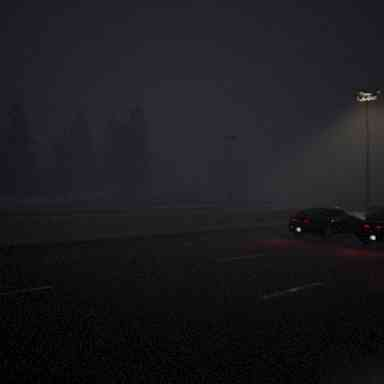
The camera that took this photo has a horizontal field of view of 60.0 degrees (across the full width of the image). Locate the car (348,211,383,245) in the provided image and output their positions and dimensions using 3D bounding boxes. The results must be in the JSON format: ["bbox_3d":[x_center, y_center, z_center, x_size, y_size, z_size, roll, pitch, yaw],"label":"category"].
[{"bbox_3d":[9.168,1.564,14.614,4.892,1.490,1.837,0,0,-35],"label":"car"}]

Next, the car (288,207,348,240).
[{"bbox_3d":[7.124,1.565,17.454,4.892,1.490,1.837,0,0,-35],"label":"car"}]
